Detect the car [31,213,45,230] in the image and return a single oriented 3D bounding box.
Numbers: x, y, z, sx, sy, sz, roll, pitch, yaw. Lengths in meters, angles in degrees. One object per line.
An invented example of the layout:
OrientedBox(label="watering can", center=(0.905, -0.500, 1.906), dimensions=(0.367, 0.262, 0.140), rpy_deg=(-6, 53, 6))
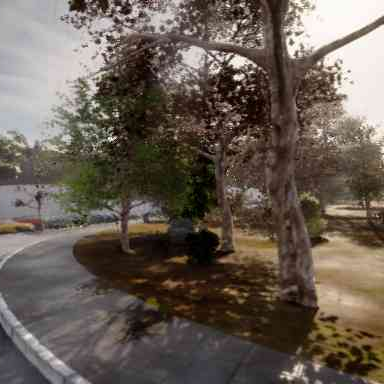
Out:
OrientedBox(label="car", center=(-15.338, 3.457, 38.105), dimensions=(1.837, 1.490, 4.892), rpy_deg=(-6, -3, 26))

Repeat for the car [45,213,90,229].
OrientedBox(label="car", center=(-17.182, 3.982, 45.939), dimensions=(5.366, 1.575, 1.946), rpy_deg=(-6, -3, 6))

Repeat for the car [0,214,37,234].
OrientedBox(label="car", center=(-20.785, 3.919, 37.886), dimensions=(5.366, 1.575, 1.946), rpy_deg=(-6, -3, 6))

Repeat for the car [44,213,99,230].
OrientedBox(label="car", center=(-12.958, 3.138, 36.199), dimensions=(2.128, 1.511, 4.902), rpy_deg=(-6, -3, 26))

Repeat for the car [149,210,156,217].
OrientedBox(label="car", center=(-4.788, 3.592, 59.204), dimensions=(2.033, 1.411, 5.357), rpy_deg=(-6, -3, 26))

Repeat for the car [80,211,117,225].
OrientedBox(label="car", center=(-14.354, 3.987, 51.271), dimensions=(5.008, 1.535, 2.097), rpy_deg=(-6, -3, 6))

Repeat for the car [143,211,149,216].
OrientedBox(label="car", center=(-7.723, 4.116, 64.620), dimensions=(4.674, 1.452, 2.002), rpy_deg=(-6, -3, 6))

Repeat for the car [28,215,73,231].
OrientedBox(label="car", center=(-18.347, 3.989, 43.246), dimensions=(4.792, 1.488, 2.163), rpy_deg=(-6, -3, 6))

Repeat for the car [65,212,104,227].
OrientedBox(label="car", center=(-15.668, 3.976, 48.590), dimensions=(4.892, 1.521, 2.231), rpy_deg=(-6, -3, 6))

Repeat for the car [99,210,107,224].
OrientedBox(label="car", center=(-11.217, 3.503, 46.373), dimensions=(1.812, 1.442, 4.674), rpy_deg=(-6, -3, 26))

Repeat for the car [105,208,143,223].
OrientedBox(label="car", center=(-8.974, 3.234, 44.184), dimensions=(1.994, 1.385, 4.181), rpy_deg=(-7, -3, 28))
